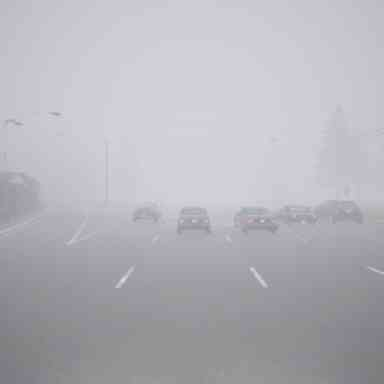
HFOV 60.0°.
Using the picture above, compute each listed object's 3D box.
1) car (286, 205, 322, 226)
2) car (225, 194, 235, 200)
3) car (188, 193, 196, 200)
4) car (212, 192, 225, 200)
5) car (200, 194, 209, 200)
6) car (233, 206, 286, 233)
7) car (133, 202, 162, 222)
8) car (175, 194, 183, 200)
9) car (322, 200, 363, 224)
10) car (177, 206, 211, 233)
[{"bbox_3d":[7.099,1.589,23.387,1.895,1.301,4.718,0,0,0],"label":"car"},{"bbox_3d":[10.500,1.545,89.973,1.895,1.301,4.718,0,0,0],"label":"car"},{"bbox_3d":[0.000,1.173,89.139,2.150,2.045,5.566,0,0,0],"label":"car"},{"bbox_3d":[7.000,1.487,88.693,2.033,1.411,5.357,0,0,0],"label":"car"},{"bbox_3d":[3.500,1.473,89.526,1.812,1.442,4.674,0,0,0],"label":"car"},{"bbox_3d":[3.600,1.538,19.491,2.033,1.411,5.357,0,0,0],"label":"car"},{"bbox_3d":[-3.400,1.512,25.931,1.812,1.442,4.674,0,0,0],"label":"car"},{"bbox_3d":[-3.500,1.426,89.109,1.882,1.535,5.008,0,0,0],"label":"car"},{"bbox_3d":[10.600,1.340,24.591,2.097,1.767,4.553,0,0,0],"label":"car"},{"bbox_3d":[0.100,1.537,19.492,2.033,1.411,5.357,0,0,0],"label":"car"}]
